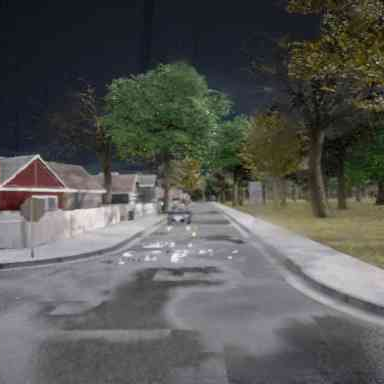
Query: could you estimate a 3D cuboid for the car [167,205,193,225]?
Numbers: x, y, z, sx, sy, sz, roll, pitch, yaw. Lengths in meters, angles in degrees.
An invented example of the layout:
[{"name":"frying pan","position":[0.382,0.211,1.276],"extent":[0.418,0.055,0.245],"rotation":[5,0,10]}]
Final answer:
[{"name":"car","position":[-0.980,1.893,27.777],"extent":[2.128,1.511,4.902],"rotation":[-1,-1,2]}]
